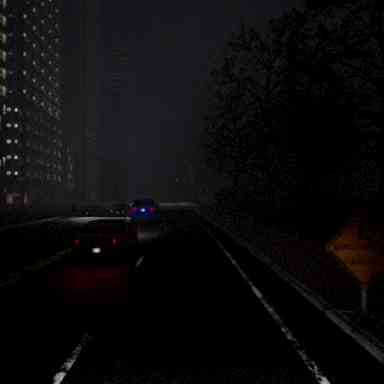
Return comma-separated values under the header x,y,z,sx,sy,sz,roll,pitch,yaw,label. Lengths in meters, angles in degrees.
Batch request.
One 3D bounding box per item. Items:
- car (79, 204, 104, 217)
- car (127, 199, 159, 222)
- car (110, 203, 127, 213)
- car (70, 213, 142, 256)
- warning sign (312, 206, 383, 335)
x,y,z,sx,sy,sz,roll,pitch,yaw,label
-11.390,2.109,37.839,1.994,1.385,4.181,0,-1,-3,car
-4.246,1.648,30.348,2.150,2.045,5.566,0,-1,-3,car
-8.157,2.047,38.200,1.837,1.490,4.892,0,-1,-3,car
-3.456,1.802,14.009,1.895,1.301,4.718,0,-1,-2,car
2.803,1.184,5.441,1.300,1.860,1.060,0,-1,-1,warning sign
